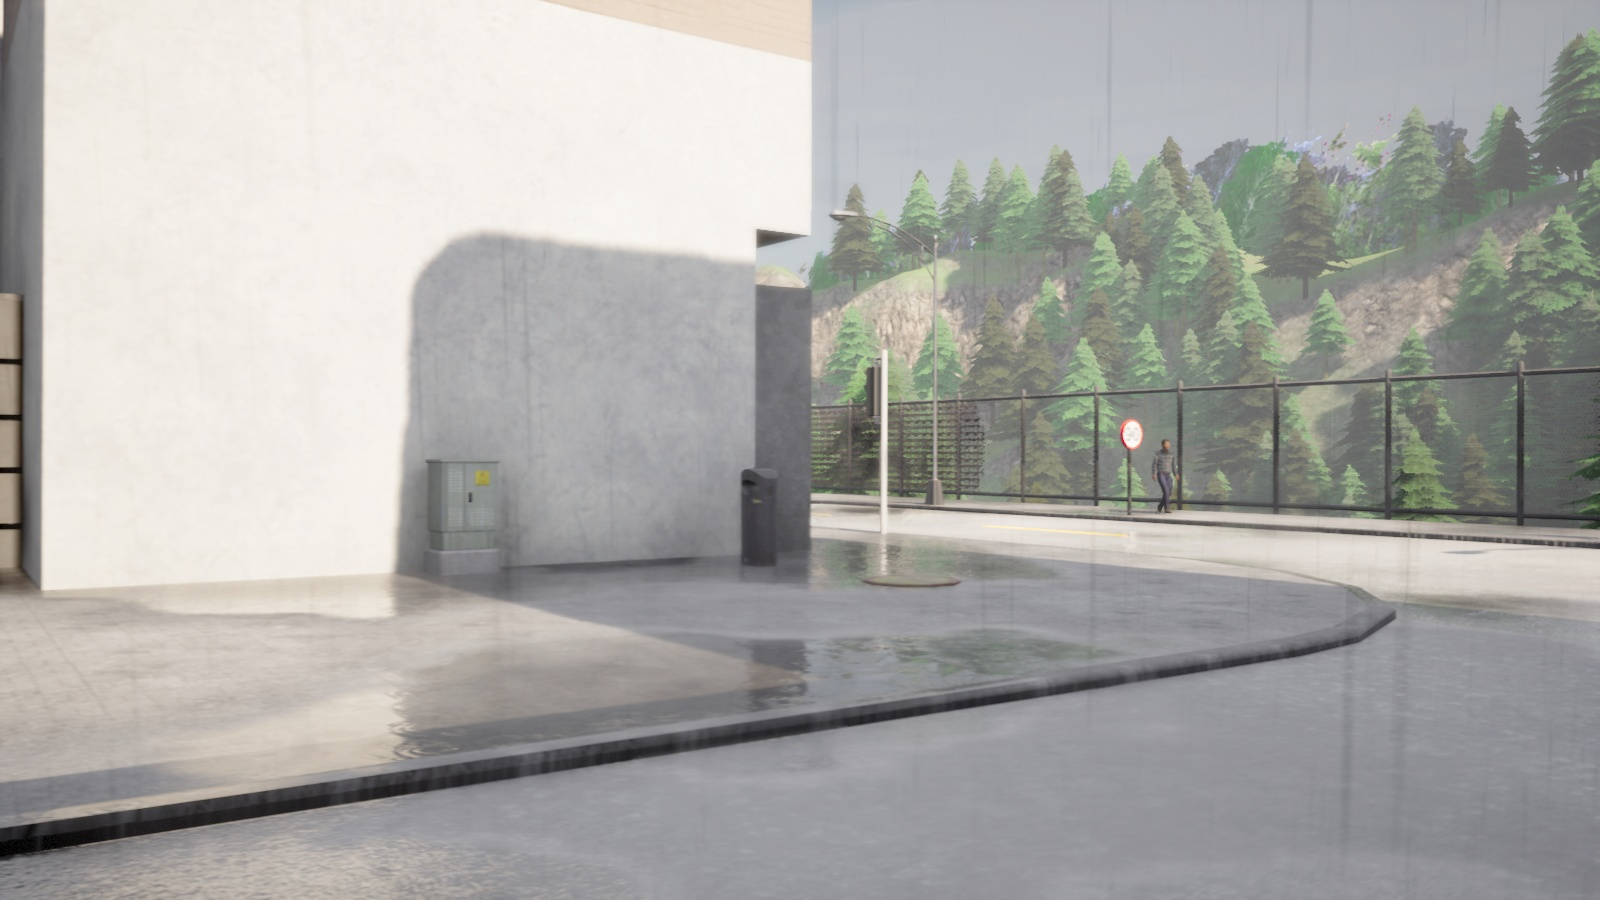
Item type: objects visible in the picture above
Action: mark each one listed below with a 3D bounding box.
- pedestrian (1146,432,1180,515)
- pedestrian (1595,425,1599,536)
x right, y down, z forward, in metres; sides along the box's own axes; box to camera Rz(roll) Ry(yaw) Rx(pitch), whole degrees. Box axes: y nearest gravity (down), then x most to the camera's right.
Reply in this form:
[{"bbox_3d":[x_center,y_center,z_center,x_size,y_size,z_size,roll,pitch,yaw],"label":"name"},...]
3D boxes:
[{"bbox_3d":[8.587,0.546,29.738,0.423,1.949,0.788,0,0,-15],"label":"pedestrian"},{"bbox_3d":[13.732,0.512,20.947,0.540,1.848,0.694,0,0,-45],"label":"pedestrian"}]
